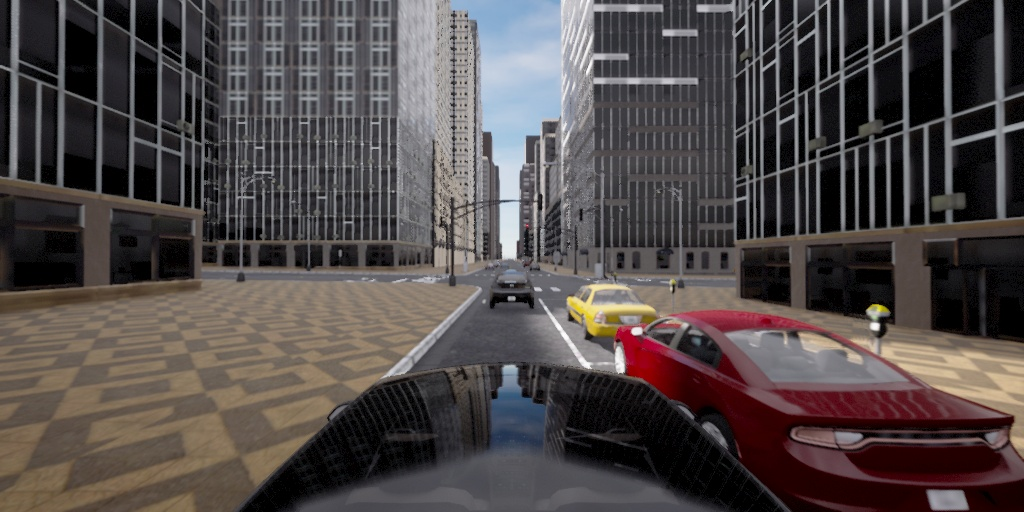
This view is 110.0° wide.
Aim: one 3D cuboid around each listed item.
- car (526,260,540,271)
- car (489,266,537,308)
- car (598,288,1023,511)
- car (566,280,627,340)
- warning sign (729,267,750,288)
[{"bbox_3d":[3.847,1.885,60.989,1.948,1.339,4.313,0,0,0],"label":"car"},{"bbox_3d":[0.009,1.393,16.133,1.837,1.490,4.892,0,0,0],"label":"car"},{"bbox_3d":[2.564,1.320,4.335,1.888,1.381,4.507,0,0,0],"label":"car"},{"bbox_3d":[2.562,1.352,10.057,1.751,1.417,4.829,0,0,0],"label":"car"},{"bbox_3d":[17.252,1.443,27.209,1.060,1.860,1.300,0,0,-3],"label":"warning sign"}]
